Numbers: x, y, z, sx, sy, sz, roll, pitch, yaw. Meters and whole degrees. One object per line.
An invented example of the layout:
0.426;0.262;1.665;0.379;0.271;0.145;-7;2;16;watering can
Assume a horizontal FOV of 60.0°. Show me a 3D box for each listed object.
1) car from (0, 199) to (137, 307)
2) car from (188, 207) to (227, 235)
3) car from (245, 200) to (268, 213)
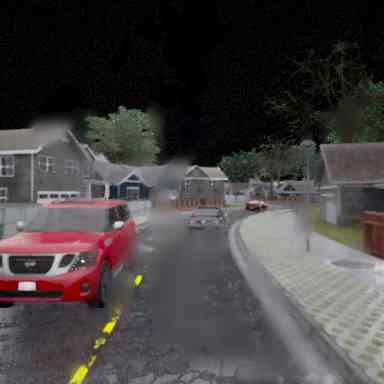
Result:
-2.759;1.221;8.307;2.150;2.045;5.566;0;0;0;car
0.945;1.562;18.927;2.033;1.411;5.357;0;0;8;car
8.171;1.771;41.700;1.882;1.535;5.008;0;-1;26;car
